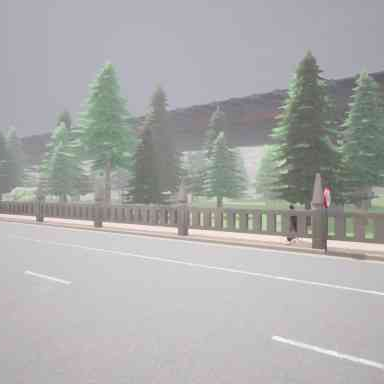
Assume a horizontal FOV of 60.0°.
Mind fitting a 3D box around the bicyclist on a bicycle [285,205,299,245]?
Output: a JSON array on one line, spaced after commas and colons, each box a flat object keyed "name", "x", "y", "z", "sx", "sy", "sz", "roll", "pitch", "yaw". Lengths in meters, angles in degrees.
[{"name": "bicyclist on a bicycle", "x": 4.114, "y": 1.343, "z": 13.593, "sx": 0.582, "sy": 1.620, "sz": 1.656, "roll": 0, "pitch": -3, "yaw": 35}]
